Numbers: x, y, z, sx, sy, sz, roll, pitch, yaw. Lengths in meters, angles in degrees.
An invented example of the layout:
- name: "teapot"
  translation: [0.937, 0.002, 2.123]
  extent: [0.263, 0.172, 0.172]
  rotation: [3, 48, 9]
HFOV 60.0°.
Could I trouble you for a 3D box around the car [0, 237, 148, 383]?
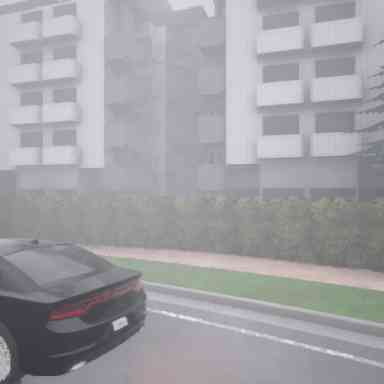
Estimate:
- name: "car"
  translation: [-3.055, 1.477, 5.332]
  extent: [5.008, 1.535, 1.882]
  rotation: [0, 0, 29]
